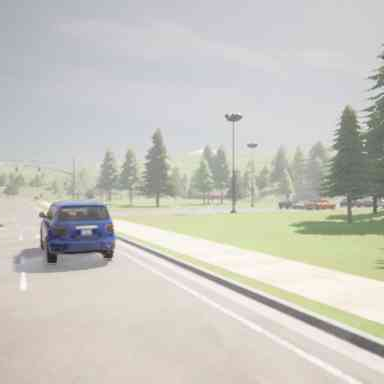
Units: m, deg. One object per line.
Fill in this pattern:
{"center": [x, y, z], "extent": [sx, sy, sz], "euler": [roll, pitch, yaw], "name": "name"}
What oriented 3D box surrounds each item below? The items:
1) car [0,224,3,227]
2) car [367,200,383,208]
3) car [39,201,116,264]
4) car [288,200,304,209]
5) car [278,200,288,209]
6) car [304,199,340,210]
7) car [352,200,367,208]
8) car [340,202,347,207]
{"center": [-8.029, 1.617, 11.935], "extent": [2.128, 1.511, 4.902], "euler": [0, -1, -27], "name": "car"}
{"center": [34.424, 1.902, 59.165], "extent": [5.566, 2.045, 2.150], "euler": [0, -1, -27], "name": "car"}
{"center": [-4.505, 1.361, 12.739], "extent": [2.150, 2.045, 5.566], "euler": [0, 0, -27], "name": "car"}
{"center": [18.840, 2.224, 55.260], "extent": [4.718, 1.301, 1.895], "euler": [0, -1, -27], "name": "car"}
{"center": [17.441, 2.150, 58.471], "extent": [4.902, 1.511, 2.128], "euler": [0, -1, -26], "name": "car"}
{"center": [20.378, 1.941, 52.117], "extent": [4.553, 1.767, 2.097], "euler": [1, -1, -27], "name": "car"}
{"center": [32.827, 2.244, 62.276], "extent": [5.357, 1.411, 2.033], "euler": [0, -1, -27], "name": "car"}
{"center": [31.232, 2.092, 65.393], "extent": [4.553, 1.767, 2.097], "euler": [0, -1, -27], "name": "car"}
